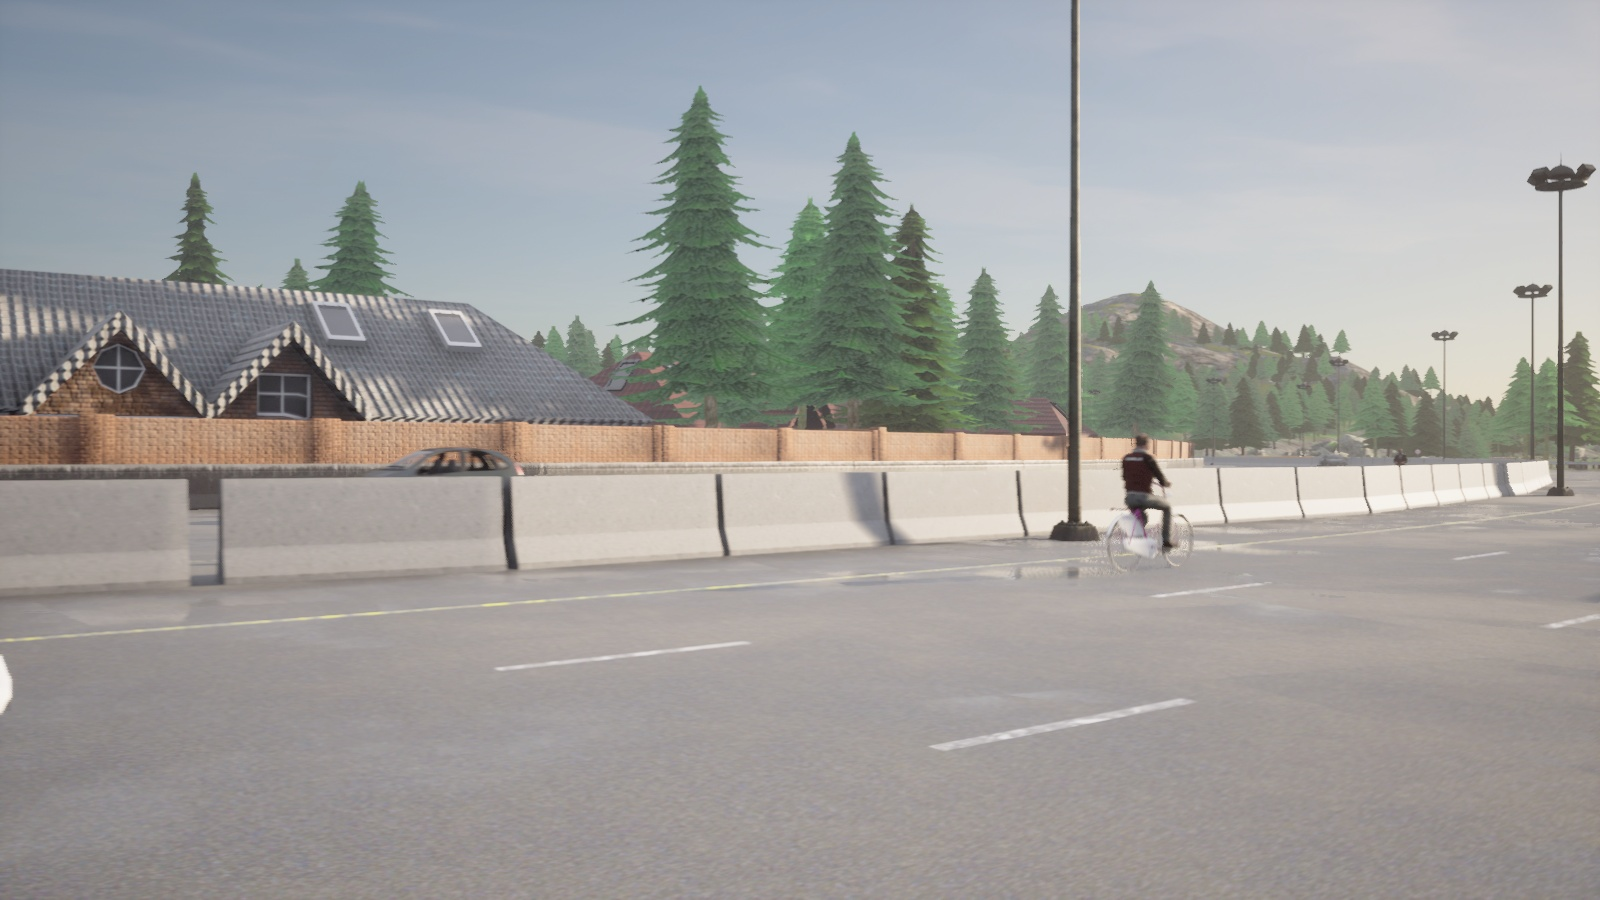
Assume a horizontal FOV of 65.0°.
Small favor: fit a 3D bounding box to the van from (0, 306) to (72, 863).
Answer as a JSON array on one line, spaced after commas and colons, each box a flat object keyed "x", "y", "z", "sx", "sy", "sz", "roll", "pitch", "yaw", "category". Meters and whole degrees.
[{"x": -5.169, "y": 0.492, "z": 4.293, "sx": 4.480, "sy": 2.038, "sz": 2.069, "roll": 0, "pitch": 0, "yaw": -35, "category": "van"}]

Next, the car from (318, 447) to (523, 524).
[{"x": -8.430, "y": 0.740, "z": 28.058, "sx": 3.988, "sy": 1.617, "sz": 1.851, "roll": 0, "pitch": 0, "yaw": -39, "category": "car"}]

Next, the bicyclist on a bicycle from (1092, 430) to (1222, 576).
[{"x": 4.619, "y": 0.649, "z": 16.180, "sx": 1.843, "sy": 1.776, "sz": 0.659, "roll": 0, "pitch": -1, "yaw": -40, "category": "bicyclist on a bicycle"}]
